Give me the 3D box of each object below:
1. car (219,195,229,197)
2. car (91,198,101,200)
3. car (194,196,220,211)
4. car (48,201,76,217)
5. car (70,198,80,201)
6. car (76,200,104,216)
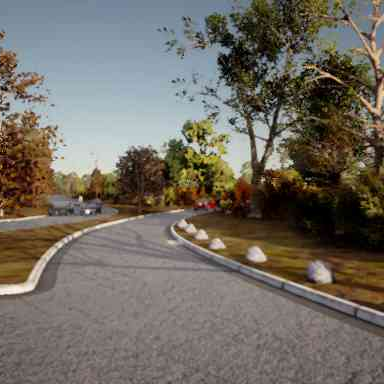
[{"bbox_3d":[5.913,1.506,56.492,2.150,2.045,5.566,0,0,25],"label":"car"},{"bbox_3d":[-15.696,1.835,54.581,1.837,1.490,4.892,0,0,-24],"label":"car"},{"bbox_3d":[1.981,1.739,47.556,2.097,1.767,4.553,0,0,23],"label":"car"},{"bbox_3d":[-14.857,2.087,38.034,1.994,1.385,4.181,0,-1,-6],"label":"car"},{"bbox_3d":[-18.654,1.747,53.235,1.837,1.490,4.892,0,0,-24],"label":"car"},{"bbox_3d":[-11.682,2.003,38.822,2.128,1.511,4.902,0,-1,-6],"label":"car"}]
